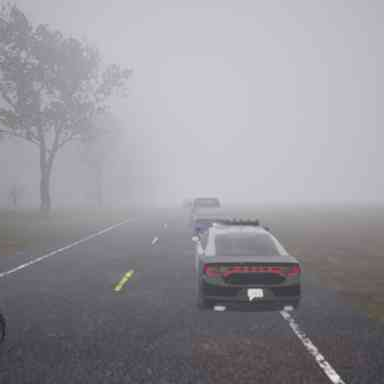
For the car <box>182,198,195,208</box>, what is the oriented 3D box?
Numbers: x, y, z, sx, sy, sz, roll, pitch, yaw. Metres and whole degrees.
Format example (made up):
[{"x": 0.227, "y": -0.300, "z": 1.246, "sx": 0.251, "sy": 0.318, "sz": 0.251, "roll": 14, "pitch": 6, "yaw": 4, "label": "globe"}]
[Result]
[{"x": -0.612, "y": 1.888, "z": 58.524, "sx": 2.128, "sy": 1.511, "sz": 4.902, "roll": 0, "pitch": 0, "yaw": -1, "label": "car"}]

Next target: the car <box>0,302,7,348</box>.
[{"x": -3.512, "y": 1.582, "z": 2.824, "sx": 1.994, "sy": 1.385, "sz": 4.181, "roll": 0, "pitch": 0, "yaw": 0, "label": "car"}]

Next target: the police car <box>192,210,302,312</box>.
[{"x": 1.037, "y": 1.476, "z": 8.067, "sx": 1.930, "sy": 1.638, "sz": 5.238, "roll": 0, "pitch": 0, "yaw": 0, "label": "police car"}]

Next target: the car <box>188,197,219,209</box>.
[{"x": 0.943, "y": 1.378, "z": 24.004, "sx": 2.150, "sy": 2.045, "sz": 5.566, "roll": 0, "pitch": 0, "yaw": 0, "label": "car"}]

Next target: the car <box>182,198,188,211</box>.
[{"x": -0.348, "y": 1.655, "z": 45.475, "sx": 2.097, "sy": 1.767, "sz": 4.553, "roll": 0, "pitch": 0, "yaw": 0, "label": "car"}]

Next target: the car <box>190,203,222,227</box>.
[{"x": 0.988, "y": 1.592, "z": 17.966, "sx": 1.882, "sy": 1.535, "sz": 5.008, "roll": 0, "pitch": 0, "yaw": 0, "label": "car"}]
